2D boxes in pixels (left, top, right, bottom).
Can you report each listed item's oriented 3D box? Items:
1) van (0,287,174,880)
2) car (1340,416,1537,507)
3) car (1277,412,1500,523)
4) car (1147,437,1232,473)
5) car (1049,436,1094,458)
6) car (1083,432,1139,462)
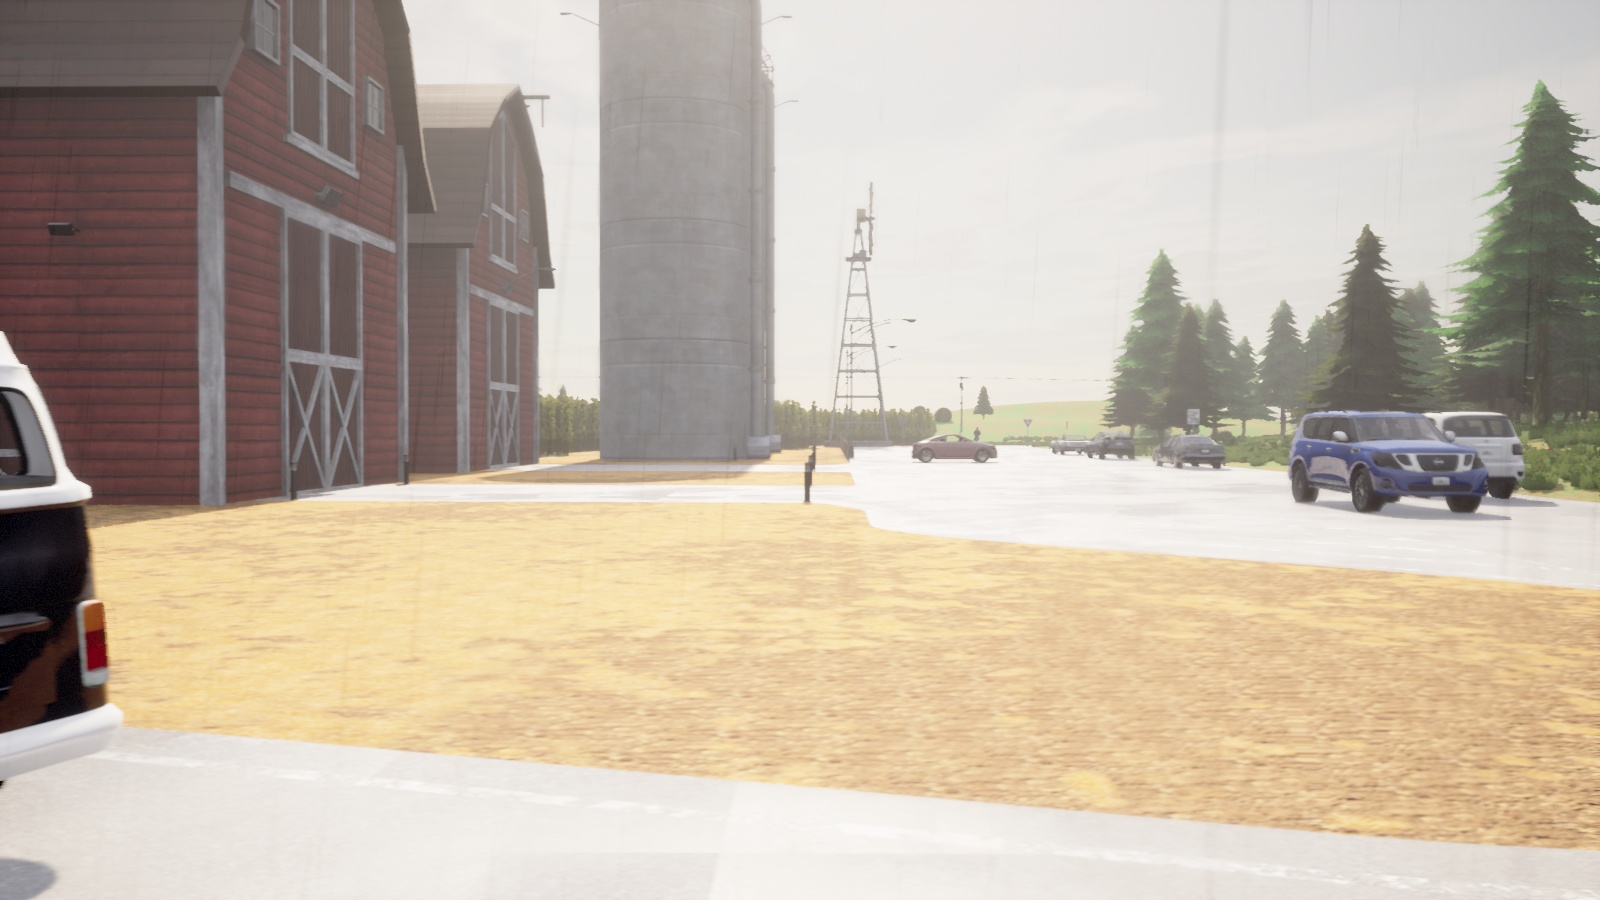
[{"bbox_3d":[-4.962,0.437,4.737,4.480,2.038,2.069,1,1,18],"label":"van"},{"bbox_3d":[15.658,0.212,31.222,2.150,2.045,5.566,1,1,2],"label":"car"},{"bbox_3d":[12.014,0.270,26.173,2.150,2.045,5.566,1,1,2],"label":"car"},{"bbox_3d":[16.262,0.169,52.722,2.033,1.411,5.357,1,1,2],"label":"car"},{"bbox_3d":[16.997,-0.229,78.790,1.895,1.301,4.718,1,1,2],"label":"car"},{"bbox_3d":[16.681,-0.188,67.526,2.007,1.525,4.514,1,1,2],"label":"car"}]
